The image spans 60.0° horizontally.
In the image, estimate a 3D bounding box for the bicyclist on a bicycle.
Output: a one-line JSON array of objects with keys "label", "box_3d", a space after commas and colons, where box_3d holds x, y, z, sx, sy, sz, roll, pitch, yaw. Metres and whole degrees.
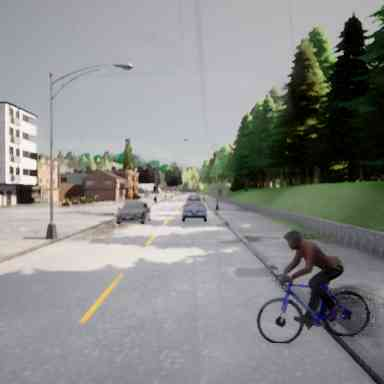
[{"label": "bicyclist on a bicycle", "box_3d": [1.712, 1.369, 4.829, 1.656, 1.620, 0.582, -6, 0, 0]}]

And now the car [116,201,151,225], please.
[{"label": "car", "box_3d": [-3.999, 1.410, 23.320, 1.837, 1.490, 4.892, 0, 0, 0]}]

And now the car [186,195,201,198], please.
[{"label": "car", "box_3d": [0.262, 1.151, 48.444, 2.097, 1.767, 4.553, 0, 0, 0]}]

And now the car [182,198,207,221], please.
[{"label": "car", "box_3d": [0.195, 1.438, 25.967, 2.033, 1.411, 5.357, 0, 0, 0]}]
